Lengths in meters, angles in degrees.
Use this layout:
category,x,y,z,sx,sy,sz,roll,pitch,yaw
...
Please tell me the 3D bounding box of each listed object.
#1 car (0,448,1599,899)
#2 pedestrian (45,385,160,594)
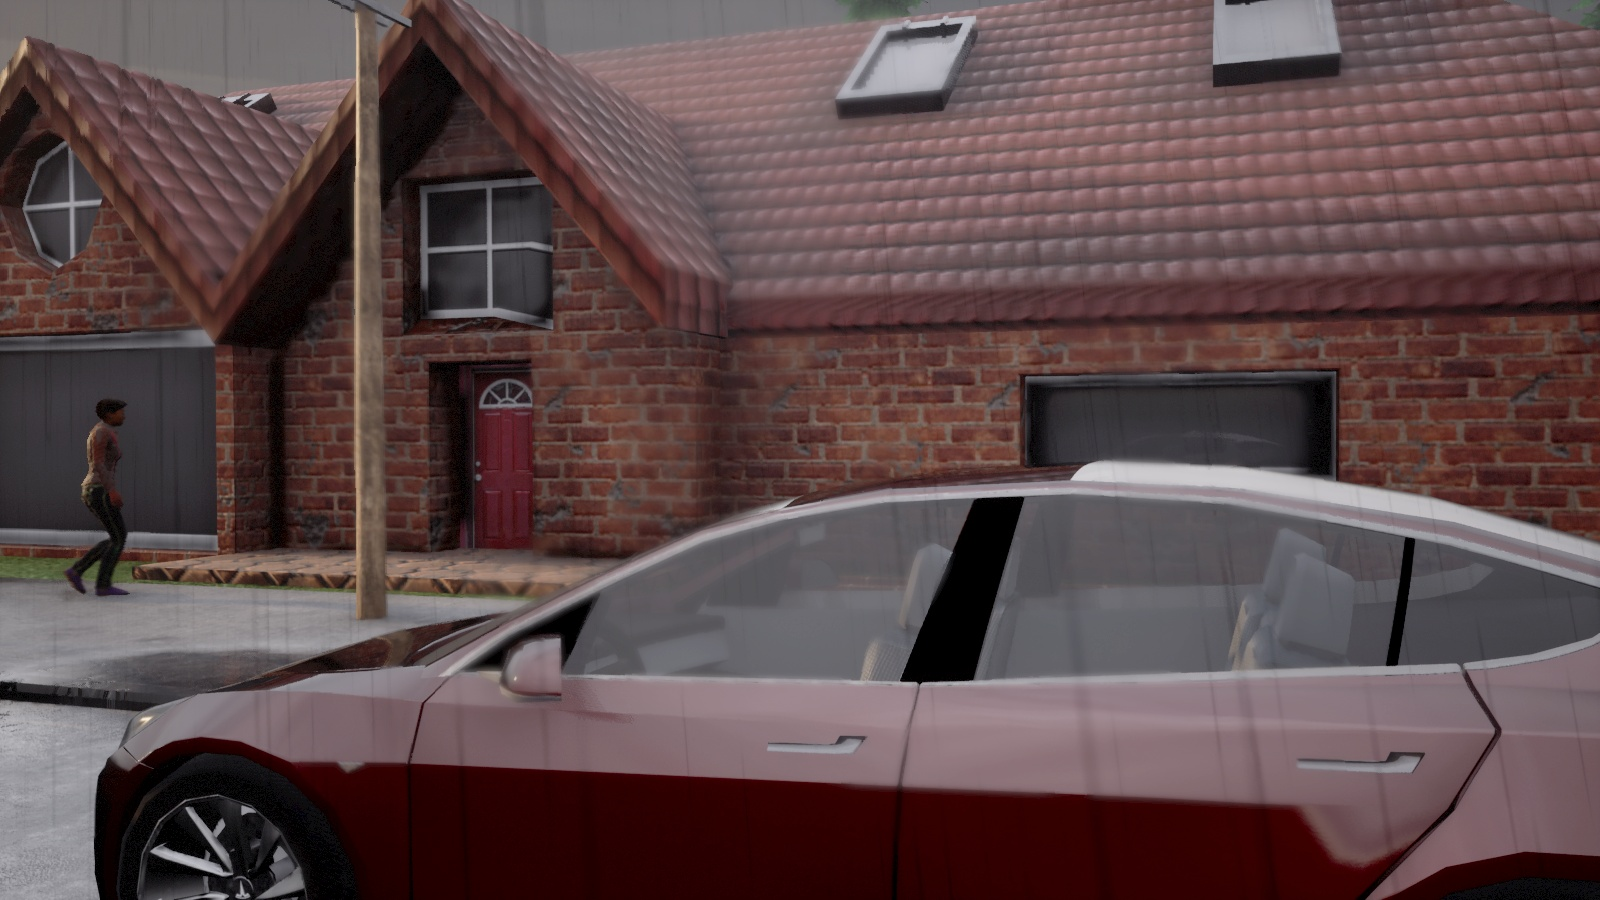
category,x,y,z,sx,sy,sz,roll,pitch,yaw
car,0.350,0.770,3.606,4.792,1.488,2.163,1,1,18
pedestrian,-6.194,0.334,11.181,0.869,1.805,0.328,0,1,-26
